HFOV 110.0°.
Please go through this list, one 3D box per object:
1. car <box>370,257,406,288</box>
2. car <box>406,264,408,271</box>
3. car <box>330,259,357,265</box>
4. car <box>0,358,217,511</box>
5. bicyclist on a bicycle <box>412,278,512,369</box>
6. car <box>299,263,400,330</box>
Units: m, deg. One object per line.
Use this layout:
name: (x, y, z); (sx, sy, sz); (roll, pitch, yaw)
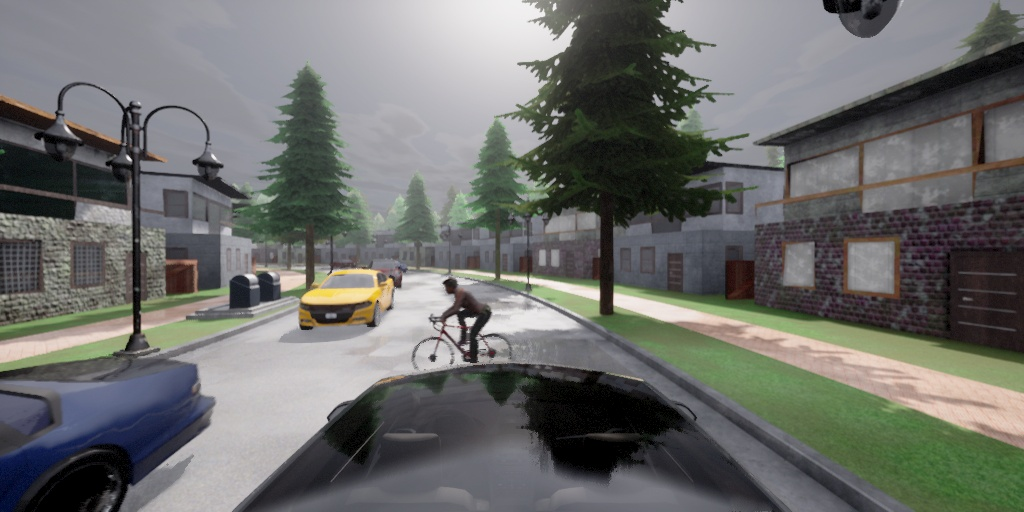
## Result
car: (-7.882, 0.984, 21.767); (2.097, 1.767, 4.553); (0, 0, -21)
car: (-12.742, 1.083, 38.143); (2.033, 1.411, 5.357); (0, 0, -35)
car: (-23.163, 1.076, 49.103); (4.718, 1.301, 1.895); (0, 0, 41)
car: (-3.731, 1.304, 1.018); (2.033, 1.411, 5.357); (0, 0, -1)
bicyclist on a bicycle: (-0.823, 1.176, 5.896); (1.656, 1.620, 0.582); (-2, 1, -6)
car: (-4.890, 1.173, 11.208); (1.882, 1.535, 5.008); (0, 0, -11)
